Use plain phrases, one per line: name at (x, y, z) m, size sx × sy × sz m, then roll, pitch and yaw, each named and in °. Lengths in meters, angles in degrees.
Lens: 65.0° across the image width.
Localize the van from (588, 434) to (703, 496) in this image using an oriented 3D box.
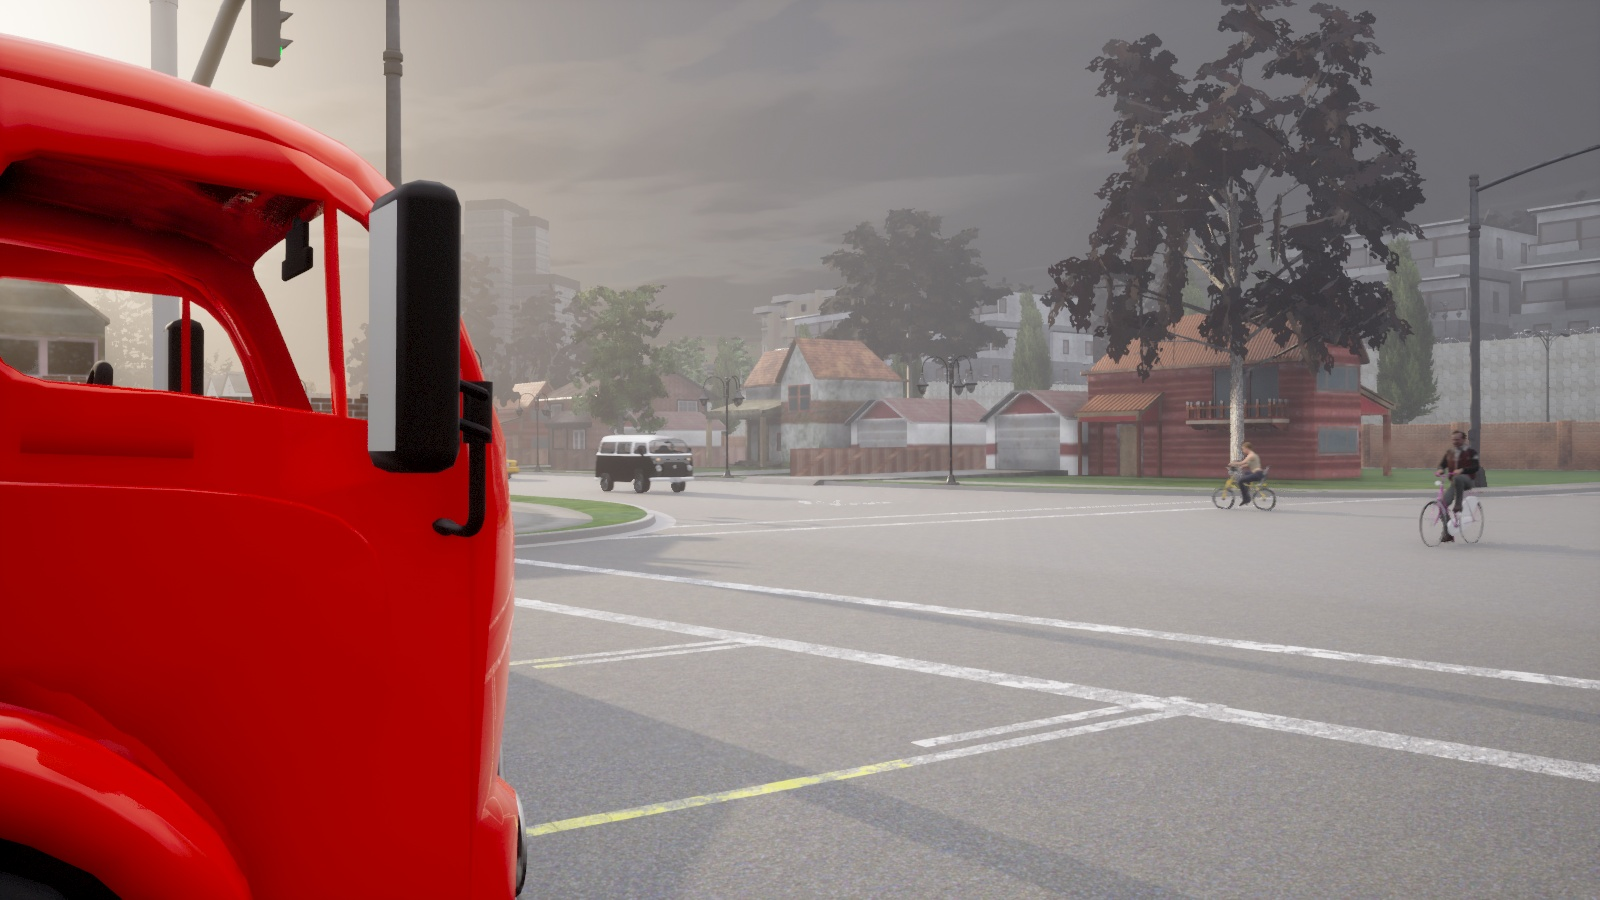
van at (-5.485, 0.497, 44.148) m, size 2.069 × 2.038 × 4.480 m, roll -1°, pitch 0°, yaw -36°

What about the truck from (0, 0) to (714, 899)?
truck at (-3.027, 0.263, 1.582) m, size 5.204 × 2.467 × 2.627 m, roll 0°, pitch 0°, yaw -34°

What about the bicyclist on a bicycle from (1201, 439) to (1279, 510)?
bicyclist on a bicycle at (10.340, 0.580, 29.505) m, size 1.509 × 1.612 × 0.866 m, roll 0°, pitch -2°, yaw 40°

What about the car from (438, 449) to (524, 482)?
car at (-16.298, 0.759, 63.982) m, size 1.801 × 1.575 × 5.366 m, roll -1°, pitch 0°, yaw -45°

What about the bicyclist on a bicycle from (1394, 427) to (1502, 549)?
bicyclist on a bicycle at (9.836, 0.549, 19.033) m, size 1.843 × 1.776 × 0.659 m, roll 0°, pitch 0°, yaw -35°
